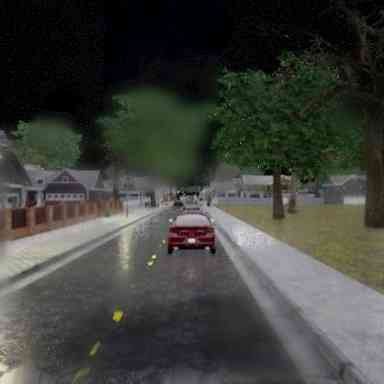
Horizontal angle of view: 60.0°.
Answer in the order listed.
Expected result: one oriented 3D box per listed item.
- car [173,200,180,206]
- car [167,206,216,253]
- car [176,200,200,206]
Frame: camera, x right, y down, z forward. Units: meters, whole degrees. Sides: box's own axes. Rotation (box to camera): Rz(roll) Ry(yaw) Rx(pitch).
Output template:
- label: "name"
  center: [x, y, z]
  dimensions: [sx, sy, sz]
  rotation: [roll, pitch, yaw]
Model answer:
- label: "car"
  center: [-2.791, 2.230, 67.743]
  dimensions: [1.895, 1.301, 4.718]
  rotation: [0, -1, 0]
- label: "car"
  center: [-0.003, 1.614, 14.475]
  dimensions: [1.882, 1.535, 5.008]
  rotation: [0, 0, 0]
- label: "car"
  center: [-0.013, 1.767, 29.294]
  dimensions: [2.128, 1.511, 4.902]
  rotation: [0, 0, 0]
